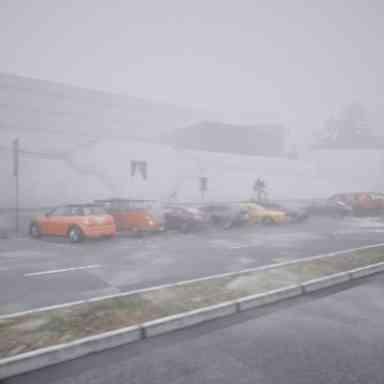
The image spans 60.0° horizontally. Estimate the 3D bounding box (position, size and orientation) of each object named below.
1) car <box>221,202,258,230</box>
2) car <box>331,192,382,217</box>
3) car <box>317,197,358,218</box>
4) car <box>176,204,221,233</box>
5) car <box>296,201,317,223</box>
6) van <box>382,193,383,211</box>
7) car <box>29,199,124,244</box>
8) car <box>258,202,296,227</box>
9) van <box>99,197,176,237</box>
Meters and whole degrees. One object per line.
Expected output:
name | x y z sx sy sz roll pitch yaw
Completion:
car | 1.404 1.512 21.323 4.792 1.488 2.163 -1 0 35
car | 13.558 1.104 29.979 5.566 2.045 2.435 -1 0 35
car | 11.160 1.427 28.231 4.674 1.452 2.002 -1 0 35
car | -0.999 1.531 19.574 4.674 1.452 2.002 -1 0 35
car | 6.320 1.473 24.757 4.792 1.488 2.163 -1 -1 35
van | 16.115 1.090 31.634 4.442 1.987 1.878 -1 -1 35
car | -5.842 1.374 16.099 4.553 1.767 2.185 -1 -1 35
car | 4.019 1.458 22.941 5.366 1.575 1.946 -1 -1 35
van | -3.331 1.272 17.791 4.442 1.987 1.878 -1 -1 35
